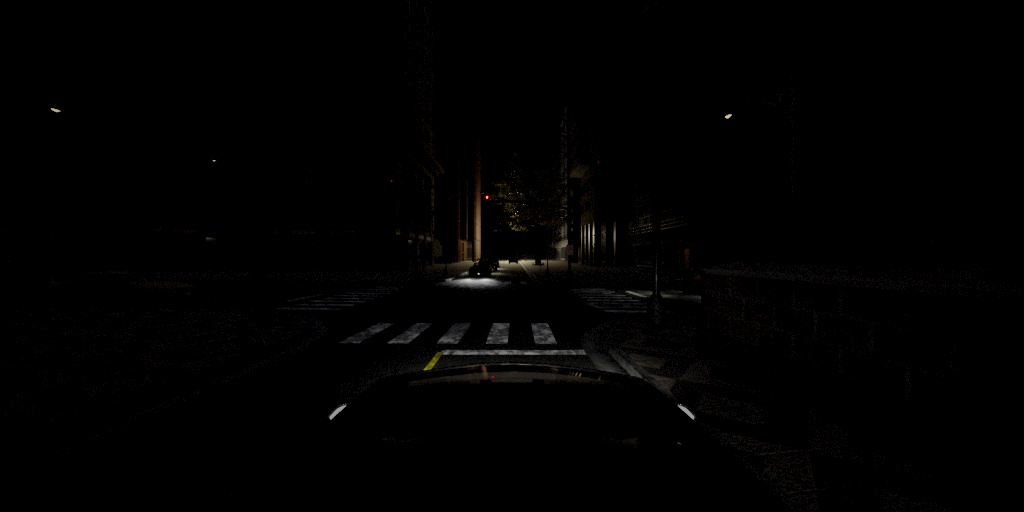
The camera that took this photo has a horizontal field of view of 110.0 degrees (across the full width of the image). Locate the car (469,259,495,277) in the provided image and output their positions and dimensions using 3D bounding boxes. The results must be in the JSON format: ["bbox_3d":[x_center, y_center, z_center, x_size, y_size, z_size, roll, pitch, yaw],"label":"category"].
[{"bbox_3d":[-2.981,1.274,34.402,1.895,1.301,4.718,0,0,0],"label":"car"}]

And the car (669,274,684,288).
[{"bbox_3d":[11.998,1.381,22.105,4.403,1.370,2.007,0,0,1],"label":"car"}]

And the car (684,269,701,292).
[{"bbox_3d":[12.428,1.311,19.438,5.008,1.535,1.882,0,0,1],"label":"car"}]

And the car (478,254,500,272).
[{"bbox_3d":[-2.946,0.830,44.215,2.150,2.045,5.566,0,0,-1],"label":"car"}]

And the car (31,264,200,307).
[{"bbox_3d":[-14.896,1.146,13.836,4.829,1.417,1.751,0,0,1],"label":"car"}]

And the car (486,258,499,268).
[{"bbox_3d":[-2.893,1.058,54.377,1.812,1.442,4.674,0,0,0],"label":"car"}]

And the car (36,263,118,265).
[{"bbox_3d":[-26.235,1.065,22.471,4.313,1.339,1.948,0,0,1],"label":"car"}]

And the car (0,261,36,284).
[{"bbox_3d":[-31.852,0.974,22.524,4.507,1.381,1.888,0,0,1],"label":"car"}]
